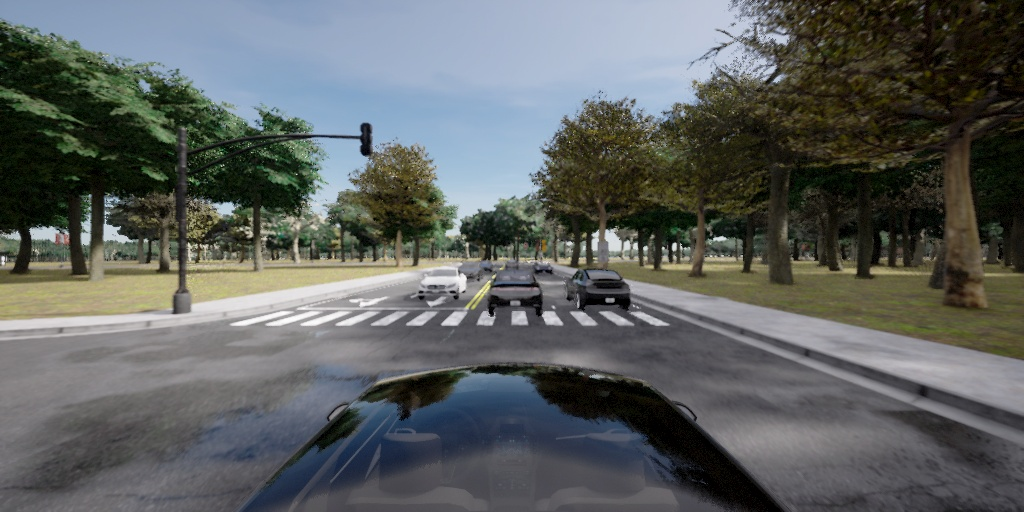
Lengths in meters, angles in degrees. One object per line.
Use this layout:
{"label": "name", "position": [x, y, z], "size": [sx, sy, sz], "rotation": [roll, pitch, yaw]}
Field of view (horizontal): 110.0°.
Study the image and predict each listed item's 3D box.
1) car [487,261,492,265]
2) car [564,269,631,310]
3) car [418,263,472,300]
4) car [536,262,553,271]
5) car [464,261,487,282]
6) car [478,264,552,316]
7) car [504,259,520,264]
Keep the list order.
{"label": "car", "position": [-3.312, 1.286, 44.471], "size": [2.033, 1.411, 5.357], "rotation": [0, 0, 0]}
{"label": "car", "position": [3.349, 1.257, 14.663], "size": [1.837, 1.490, 4.892], "rotation": [0, 0, 0]}
{"label": "car", "position": [-3.346, 1.277, 18.051], "size": [1.812, 1.442, 4.674], "rotation": [0, 0, 0]}
{"label": "car", "position": [3.352, 1.342, 39.776], "size": [1.895, 1.301, 4.718], "rotation": [0, 0, 0]}
{"label": "car", "position": [-3.340, 1.251, 29.085], "size": [1.837, 1.490, 4.892], "rotation": [0, 0, 0]}
{"label": "car", "position": [0.101, 1.243, 13.503], "size": [2.128, 1.511, 4.902], "rotation": [0, 0, 0]}
{"label": "car", "position": [0.000, 1.224, 48.807], "size": [2.128, 1.511, 4.902], "rotation": [0, 0, 0]}
